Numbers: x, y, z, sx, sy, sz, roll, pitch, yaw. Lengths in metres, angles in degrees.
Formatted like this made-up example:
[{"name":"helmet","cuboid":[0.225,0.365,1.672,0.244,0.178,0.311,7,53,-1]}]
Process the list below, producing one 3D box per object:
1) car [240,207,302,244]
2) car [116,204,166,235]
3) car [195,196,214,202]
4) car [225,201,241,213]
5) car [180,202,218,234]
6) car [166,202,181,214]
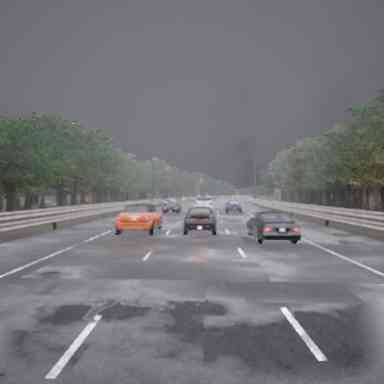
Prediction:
[{"name":"car","cuboid":[3.876,1.649,16.526,2.033,1.411,5.357,0,0,2]},{"name":"car","cuboid":[-3.018,1.462,19.847,2.097,1.767,4.553,0,0,2]},{"name":"car","cuboid":[1.477,1.458,39.895,2.150,2.045,5.566,0,0,4]},{"name":"car","cuboid":[5.040,1.774,40.684,1.812,1.442,4.674,0,0,4]},{"name":"car","cuboid":[0.489,1.623,19.958,1.837,1.490,4.892,0,0,2]},{"name":"car","cuboid":[-2.164,1.819,37.801,1.895,1.301,4.718,0,0,4]}]
